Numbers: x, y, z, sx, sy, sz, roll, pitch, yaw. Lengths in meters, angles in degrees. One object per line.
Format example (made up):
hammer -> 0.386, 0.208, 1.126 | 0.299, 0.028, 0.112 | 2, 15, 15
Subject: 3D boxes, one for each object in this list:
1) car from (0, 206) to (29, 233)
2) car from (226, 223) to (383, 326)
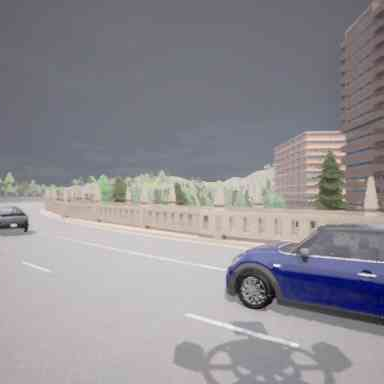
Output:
car -> -11.098, 1.573, 19.607 | 2.128, 1.511, 4.902 | 0, 0, -41
car -> 2.916, 1.386, 6.387 | 4.553, 1.767, 2.097 | 0, 0, 36
